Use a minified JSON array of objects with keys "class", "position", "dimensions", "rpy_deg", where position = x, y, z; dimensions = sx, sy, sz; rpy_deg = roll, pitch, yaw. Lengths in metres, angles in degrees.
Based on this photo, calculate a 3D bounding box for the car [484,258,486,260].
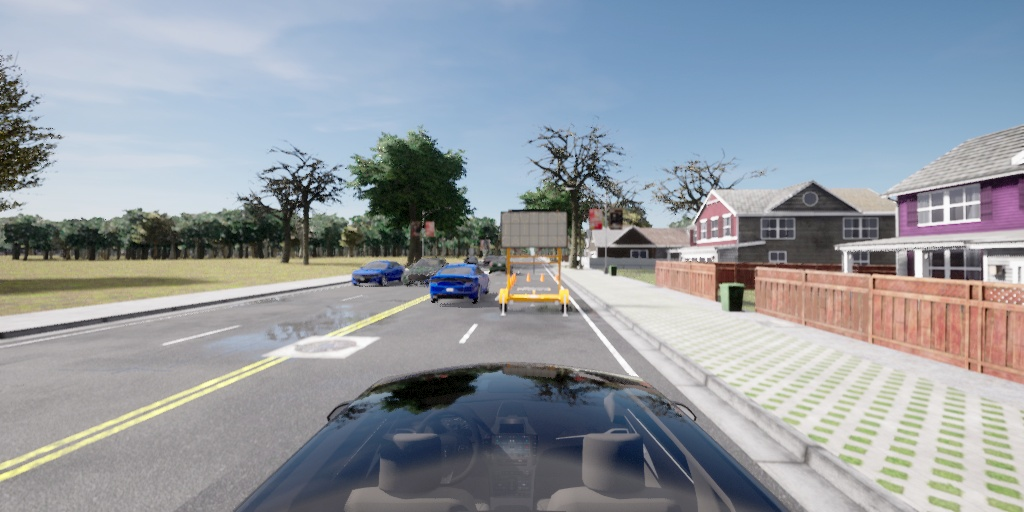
[{"class":"car","position":[-3.232,0.708,55.298],"dimensions":[2.097,1.767,4.553],"rpy_deg":[0,0,4]}]

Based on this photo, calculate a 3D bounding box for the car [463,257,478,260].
[{"class":"car","position":[-6.417,0.850,56.419],"dimensions":[1.837,1.490,4.892],"rpy_deg":[0,1,4]}]

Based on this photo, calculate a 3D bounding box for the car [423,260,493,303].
[{"class":"car","position":[-2.180,1.109,15.956],"dimensions":[1.882,1.535,5.008],"rpy_deg":[0,0,3]}]

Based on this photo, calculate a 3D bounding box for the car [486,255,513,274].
[{"class":"car","position":[-1.004,0.838,35.300],"dimensions":[2.097,1.767,4.553],"rpy_deg":[0,0,3]}]

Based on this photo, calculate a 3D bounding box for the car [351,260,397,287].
[{"class":"car","position":[-8.456,1.051,23.137],"dimensions":[1.882,1.535,5.008],"rpy_deg":[0,0,4]}]

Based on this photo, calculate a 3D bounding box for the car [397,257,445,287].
[{"class":"car","position":[-5.227,0.929,22.688],"dimensions":[2.097,1.767,4.553],"rpy_deg":[0,0,3]}]

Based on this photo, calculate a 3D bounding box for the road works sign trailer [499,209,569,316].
[{"class":"road works sign trailer","position":[0.793,0.120,12.942],"dimensions":[2.380,3.560,2.880],"rpy_deg":[0,0,3]}]
